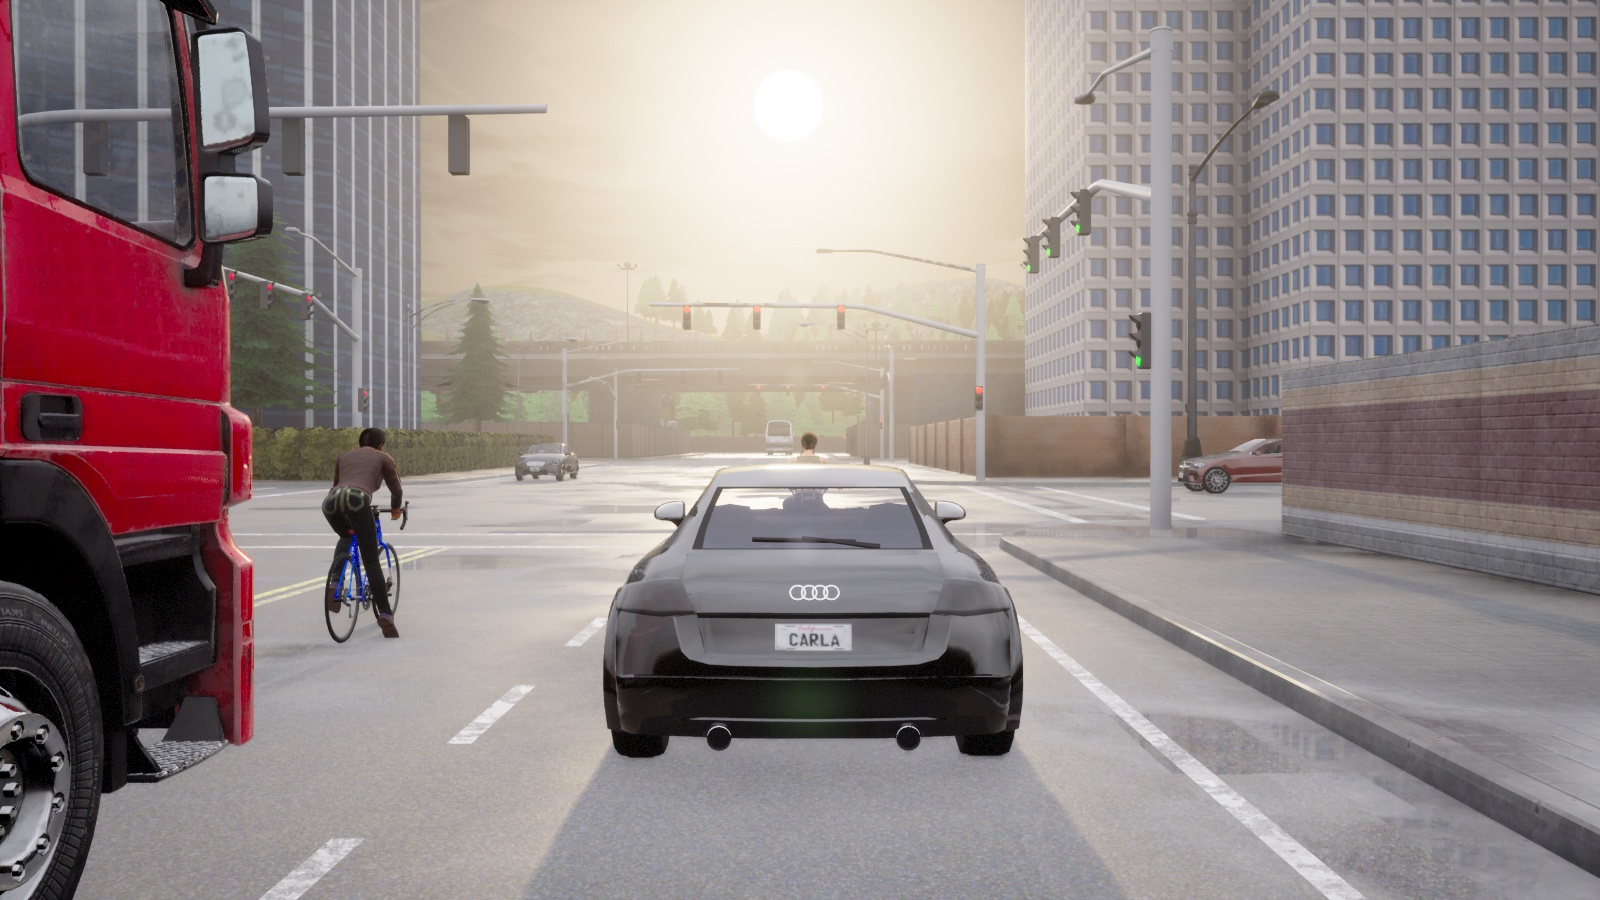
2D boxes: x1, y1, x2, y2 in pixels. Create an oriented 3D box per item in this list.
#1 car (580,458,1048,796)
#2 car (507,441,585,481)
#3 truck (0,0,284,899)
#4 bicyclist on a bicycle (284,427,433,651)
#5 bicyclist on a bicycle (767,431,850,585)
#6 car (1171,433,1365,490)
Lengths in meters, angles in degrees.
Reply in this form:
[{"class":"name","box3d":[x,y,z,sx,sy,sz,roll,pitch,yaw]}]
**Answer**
[{"class":"car","box3d":[0.060,0.768,7.443,1.994,1.385,4.181,0,0,0]},{"class":"car","box3d":[-10.185,0.408,50.752,2.128,1.511,4.902,0,0,0]},{"class":"truck","box3d":[-3.478,-0.243,0.926,2.891,3.462,7.936,0,0,0]},{"class":"bicyclist on a bicycle","box3d":[-3.426,0.641,9.893,0.582,1.620,1.656,0,0,0]},{"class":"bicyclist on a bicycle","box3d":[0.093,0.604,13.963,0.866,1.612,1.509,0,0,0]},{"class":"car","box3d":[13.928,0.324,37.603,5.027,1.651,2.152,0,0,1]}]
